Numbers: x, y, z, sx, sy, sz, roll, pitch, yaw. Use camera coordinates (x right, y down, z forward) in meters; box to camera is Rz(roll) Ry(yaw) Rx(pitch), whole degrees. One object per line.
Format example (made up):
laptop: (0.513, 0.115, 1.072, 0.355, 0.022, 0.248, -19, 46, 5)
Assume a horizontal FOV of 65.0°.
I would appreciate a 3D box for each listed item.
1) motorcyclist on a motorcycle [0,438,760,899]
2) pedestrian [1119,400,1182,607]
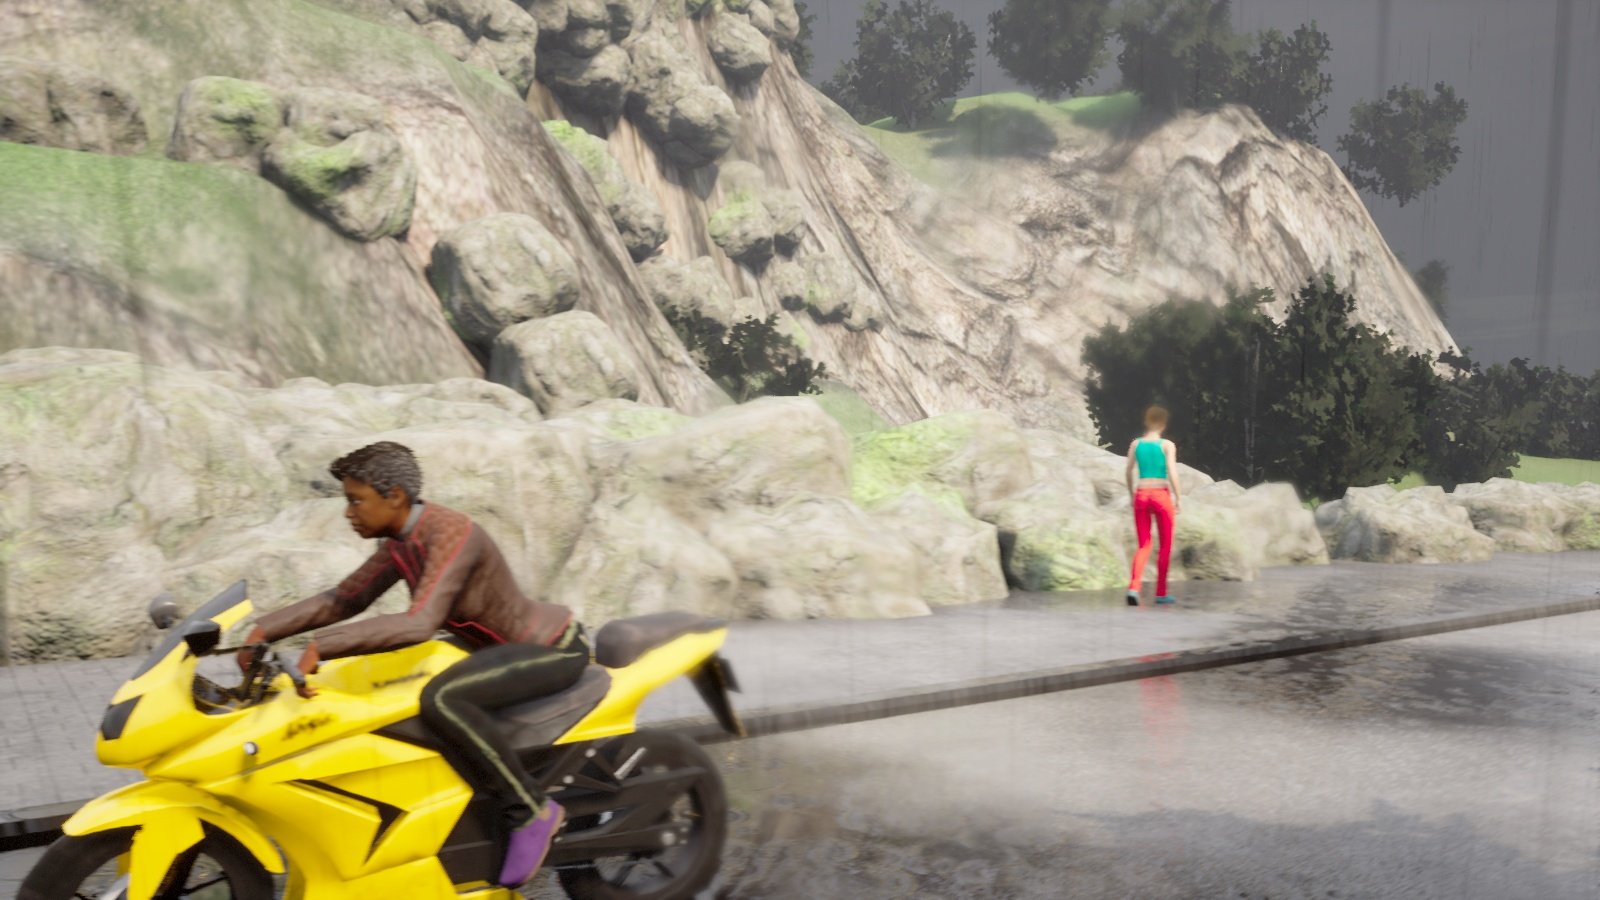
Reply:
motorcyclist on a motorcycle: (-1.186, 0.738, 3.443, 2.044, 1.523, 0.797, 0, 0, -35)
pedestrian: (3.220, 0.476, 11.515, 0.345, 1.836, 0.594, 0, 0, 39)
